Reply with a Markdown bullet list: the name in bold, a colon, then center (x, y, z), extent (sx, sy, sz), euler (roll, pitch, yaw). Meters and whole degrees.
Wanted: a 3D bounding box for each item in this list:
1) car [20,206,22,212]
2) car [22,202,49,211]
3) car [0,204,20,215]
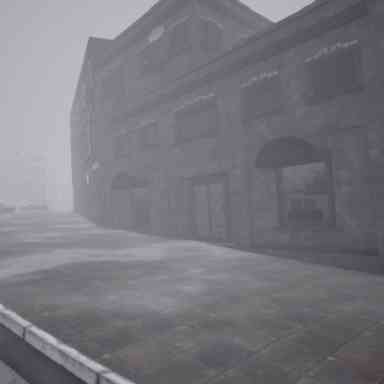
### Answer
- **car**: center (-27.720, 2.557, 56.611), extent (1.994, 1.385, 4.181), euler (-3, -1, -2)
- **car**: center (-23.973, 2.212, 51.749), extent (1.812, 1.442, 4.674), euler (-3, -1, -2)
- **car**: center (-23.203, 2.095, 40.318), extent (1.895, 1.301, 4.718), euler (-3, 0, -4)
